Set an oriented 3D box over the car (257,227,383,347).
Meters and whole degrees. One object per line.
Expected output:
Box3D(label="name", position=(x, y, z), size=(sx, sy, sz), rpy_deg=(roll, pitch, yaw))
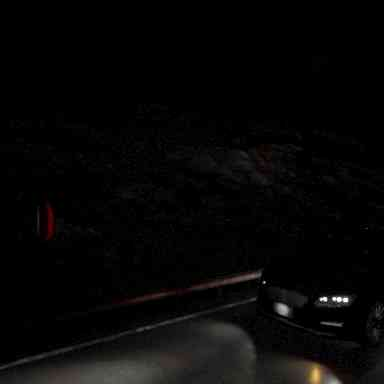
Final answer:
Box3D(label="car", position=(3.345, 1.482, 6.368), size=(4.902, 1.511, 2.128), rpy_deg=(0, 0, -35))
